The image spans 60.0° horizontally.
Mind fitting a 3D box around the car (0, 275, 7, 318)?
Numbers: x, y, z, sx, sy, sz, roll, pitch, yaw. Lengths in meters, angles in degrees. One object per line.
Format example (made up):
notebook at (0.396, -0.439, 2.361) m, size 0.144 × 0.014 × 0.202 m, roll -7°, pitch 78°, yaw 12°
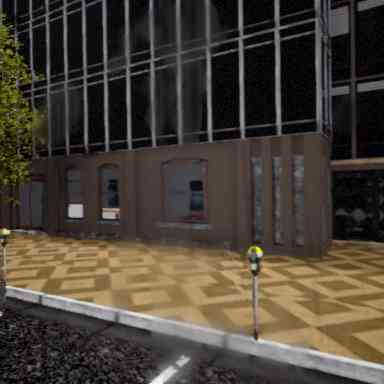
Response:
car at (-5.020, 1.570, 5.683) m, size 4.403 × 1.369 × 2.008 m, roll -1°, pitch 1°, yaw 29°
